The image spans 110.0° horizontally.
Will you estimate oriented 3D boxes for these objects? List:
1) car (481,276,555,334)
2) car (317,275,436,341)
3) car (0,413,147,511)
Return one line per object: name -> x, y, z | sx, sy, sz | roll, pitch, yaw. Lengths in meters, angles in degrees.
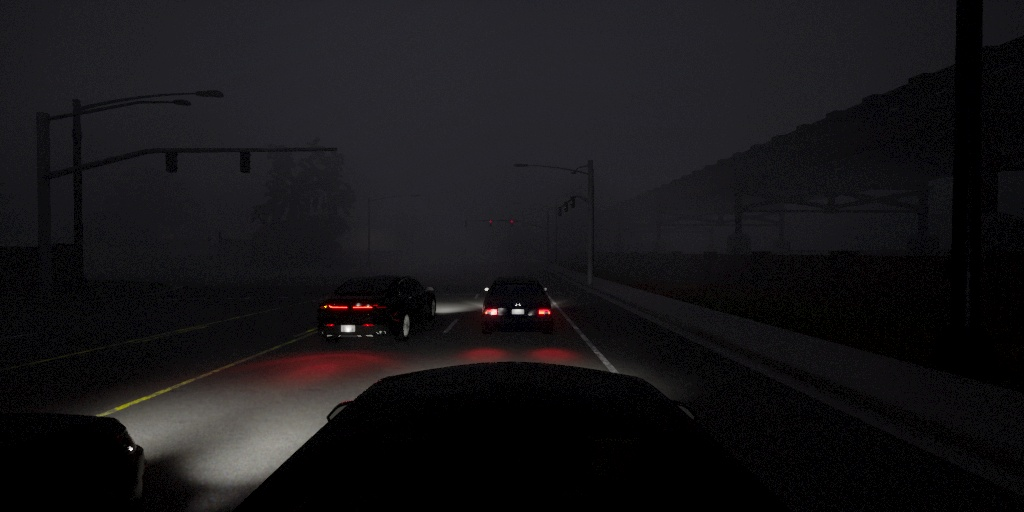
car -> 0.124, 1.301, 10.598 | 2.033, 1.411, 5.357 | 0, 0, 0
car -> -3.382, 1.255, 9.831 | 1.837, 1.490, 4.892 | 0, 0, 0
car -> -3.403, 1.252, 0.383 | 1.837, 1.490, 4.892 | 0, 0, 0
